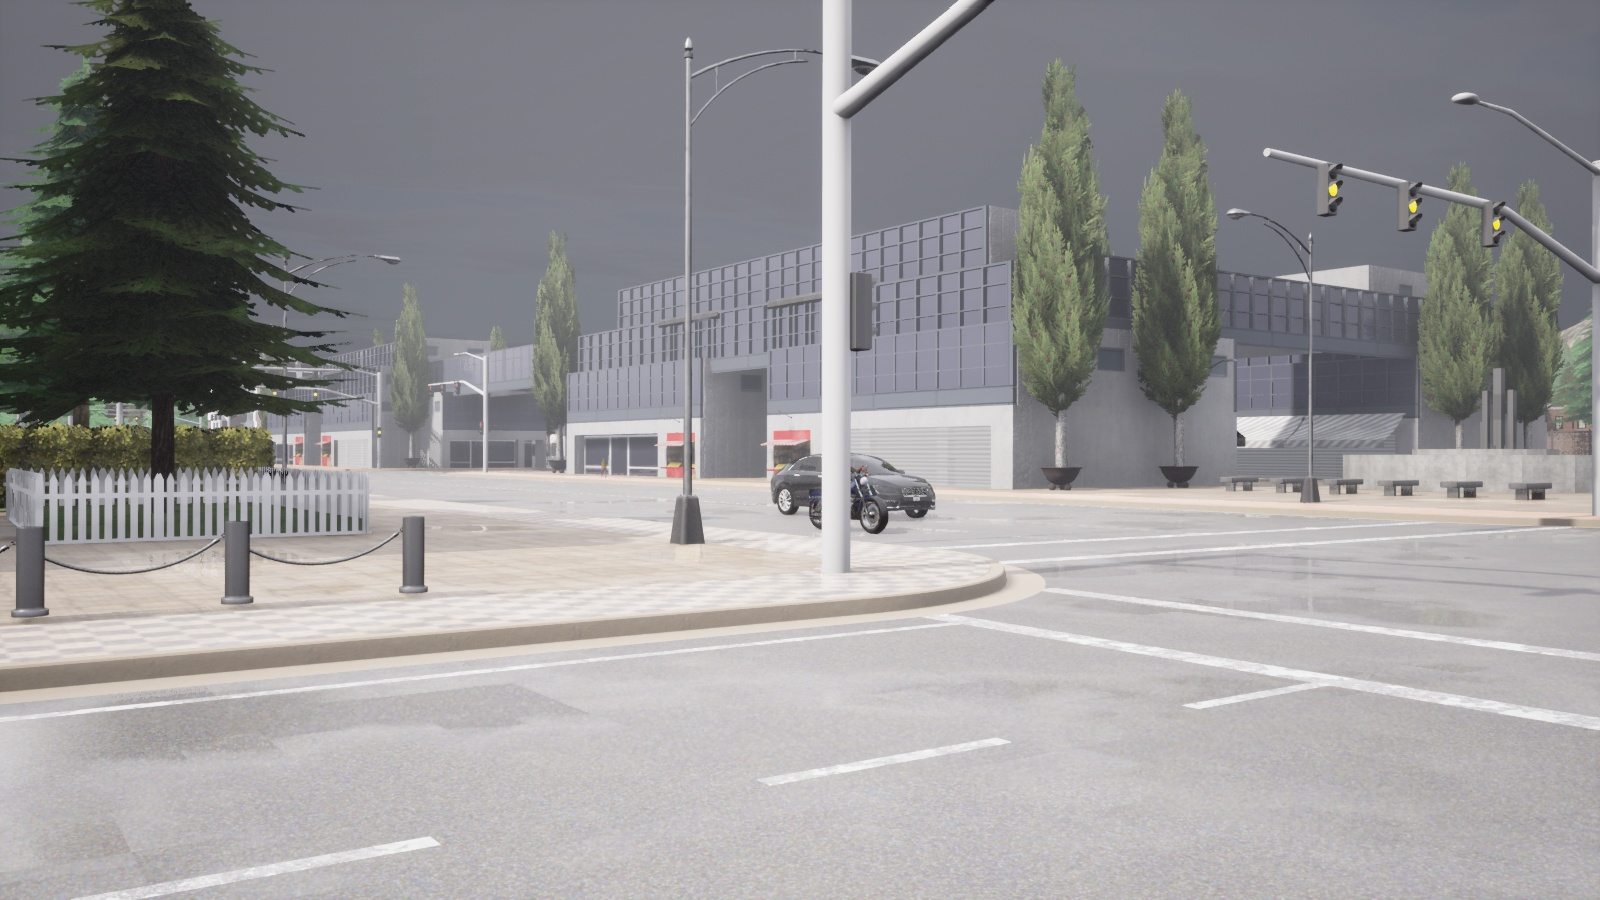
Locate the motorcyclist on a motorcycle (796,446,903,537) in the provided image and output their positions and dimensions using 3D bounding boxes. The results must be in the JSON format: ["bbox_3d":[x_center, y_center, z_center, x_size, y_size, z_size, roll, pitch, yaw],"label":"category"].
[{"bbox_3d":[0.901,0.752,23.853,0.766,1.649,2.350,0,0,-35],"label":"motorcyclist on a motorcycle"}]

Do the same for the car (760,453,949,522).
[{"bbox_3d":[1.174,0.820,29.581,1.837,1.490,4.892,0,0,-35],"label":"car"}]
